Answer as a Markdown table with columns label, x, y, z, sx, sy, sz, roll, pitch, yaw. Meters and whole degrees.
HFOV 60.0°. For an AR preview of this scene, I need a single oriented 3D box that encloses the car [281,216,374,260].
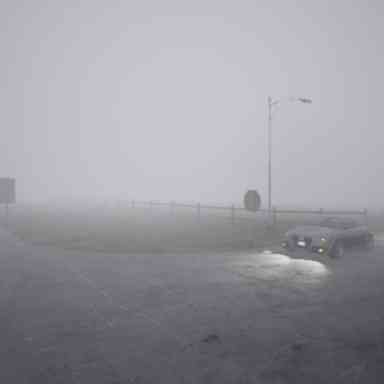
| label | x | y | z | sx | sy | sz | roll | pitch | yaw |
| --- | --- | --- | --- | --- | --- | --- | --- | --- | --- |
| car | 5.361 | 1.646 | 12.983 | 4.181 | 1.385 | 1.994 | 1 | 1 | -40 |
